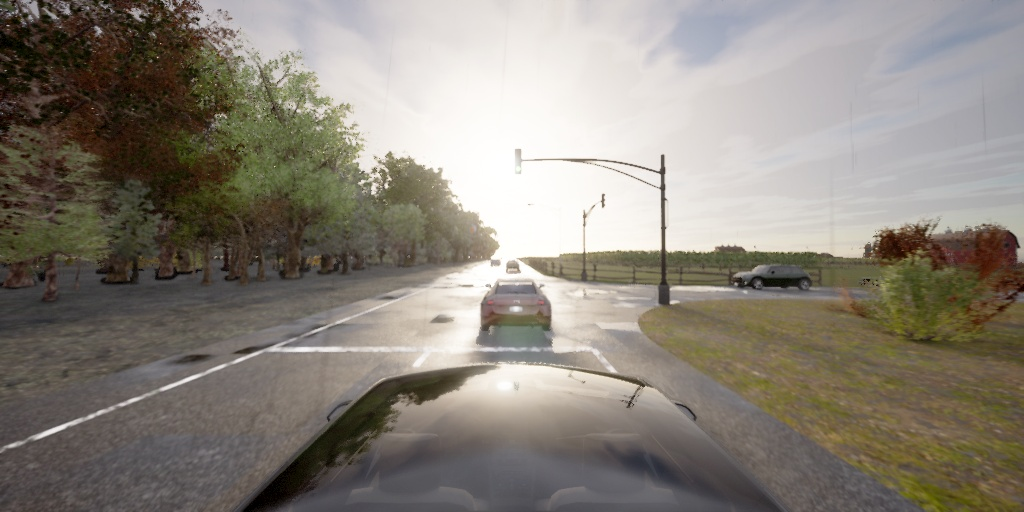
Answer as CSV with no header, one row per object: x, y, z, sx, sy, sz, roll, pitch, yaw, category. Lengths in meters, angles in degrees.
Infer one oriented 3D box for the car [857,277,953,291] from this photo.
26.614,1.722,24.406,4.718,1.301,1.895,1,-1,0,car

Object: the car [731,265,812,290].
17.567,1.374,24.491,4.553,1.767,2.097,1,-1,1,car

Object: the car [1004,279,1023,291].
36.633,1.832,24.354,4.718,1.301,1.895,1,-1,0,car

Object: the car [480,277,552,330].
0.103,1.326,11.171,1.994,1.385,4.181,0,0,0,car

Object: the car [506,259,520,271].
0.108,1.292,50.244,2.128,1.511,4.902,0,0,0,car
